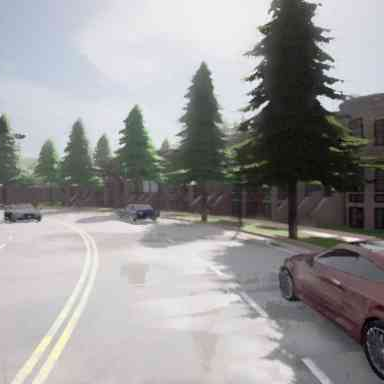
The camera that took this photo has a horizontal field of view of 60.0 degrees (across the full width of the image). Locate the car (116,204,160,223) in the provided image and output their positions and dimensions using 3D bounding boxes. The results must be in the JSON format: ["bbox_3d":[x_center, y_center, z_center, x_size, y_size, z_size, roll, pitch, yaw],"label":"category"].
[{"bbox_3d":[-4.344,1.603,26.029,1.895,1.301,4.718,-1,0,-32],"label":"car"}]

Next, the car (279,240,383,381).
[{"bbox_3d":[2.969,1.492,5.302,1.812,1.442,4.674,0,0,-6],"label":"car"}]

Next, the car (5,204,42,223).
[{"bbox_3d":[-13.272,1.645,26.121,1.994,1.385,4.181,0,0,-40],"label":"car"}]
